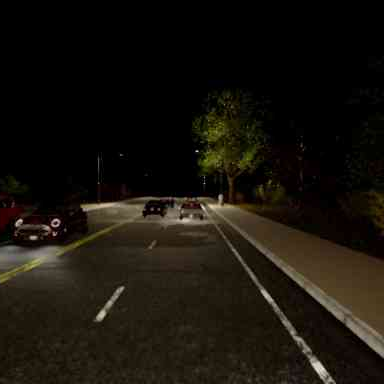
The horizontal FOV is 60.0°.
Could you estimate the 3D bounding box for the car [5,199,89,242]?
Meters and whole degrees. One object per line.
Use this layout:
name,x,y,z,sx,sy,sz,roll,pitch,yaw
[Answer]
car,-6.616,1.312,16.110,2.097,1.767,4.553,0,0,0

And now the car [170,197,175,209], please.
car,-3.277,1.368,43.778,2.128,1.511,4.902,0,0,0

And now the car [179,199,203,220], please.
car,-0.044,1.531,27.331,1.895,1.301,4.718,0,0,0

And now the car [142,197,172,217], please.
car,-3.271,1.469,29.906,2.033,1.411,5.357,0,0,0

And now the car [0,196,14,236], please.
car,-9.790,1.187,14.685,2.150,2.045,5.566,0,0,0
